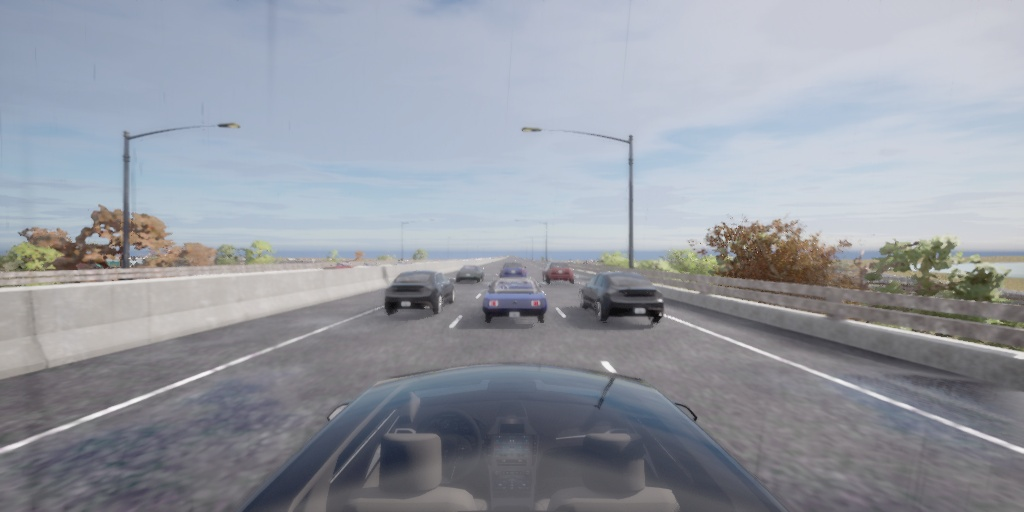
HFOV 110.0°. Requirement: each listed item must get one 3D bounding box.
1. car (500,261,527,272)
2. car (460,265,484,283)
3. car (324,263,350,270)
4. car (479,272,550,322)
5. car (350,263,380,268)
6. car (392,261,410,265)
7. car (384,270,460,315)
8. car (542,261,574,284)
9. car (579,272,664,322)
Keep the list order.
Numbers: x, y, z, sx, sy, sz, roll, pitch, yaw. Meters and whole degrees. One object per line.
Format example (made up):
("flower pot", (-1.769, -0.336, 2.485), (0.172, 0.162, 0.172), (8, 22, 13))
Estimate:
("car", (0.108, 1.216, 28.779), (2.097, 1.767, 4.553), (0, 0, 0))
("car", (-3.388, 1.431, 29.648), (1.994, 1.385, 4.181), (0, 0, 0))
("car", (-21.045, 1.525, 43.977), (1.895, 1.301, 4.718), (0, 0, 0))
("car", (0.092, 1.397, 12.482), (1.895, 1.301, 4.718), (0, 0, 0))
("car", (-17.547, 1.525, 44.020), (1.895, 1.301, 4.718), (0, 0, 0))
("car", (-14.042, 1.423, 45.476), (2.128, 1.511, 4.902), (0, 0, 0))
("car", (-3.404, 1.307, 13.942), (1.837, 1.490, 4.892), (0, 0, 0))
("car", (3.608, 1.216, 28.778), (2.097, 1.767, 4.553), (0, 0, 0))
("car", (3.591, 1.301, 12.446), (1.837, 1.490, 4.892), (0, 0, 0))
